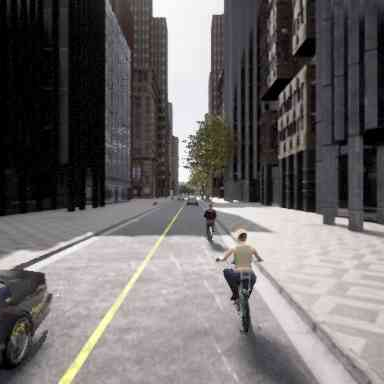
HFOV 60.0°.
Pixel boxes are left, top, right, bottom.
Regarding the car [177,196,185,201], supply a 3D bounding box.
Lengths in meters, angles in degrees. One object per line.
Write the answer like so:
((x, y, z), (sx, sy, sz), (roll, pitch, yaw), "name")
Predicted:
((-3.015, 1.805, 90.929), (1.837, 1.490, 4.892), (0, 0, 0), "car")

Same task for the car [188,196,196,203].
((-0.012, 1.729, 75.059), (1.837, 1.490, 4.892), (0, 0, 0), "car")

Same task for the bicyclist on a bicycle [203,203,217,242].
((0.825, 1.387, 15.075), (0.659, 1.776, 1.843), (0, 0, 0), "bicyclist on a bicycle")

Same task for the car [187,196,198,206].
((0.088, 1.720, 59.912), (1.994, 1.385, 4.181), (0, 0, 0), "car")

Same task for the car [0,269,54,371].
((-3.099, 1.548, 2.957), (2.033, 1.411, 5.357), (0, 0, 0), "car")

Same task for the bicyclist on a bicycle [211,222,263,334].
((0.852, 1.440, 5.796), (0.866, 1.612, 1.509), (0, 0, 0), "bicyclist on a bicycle")
